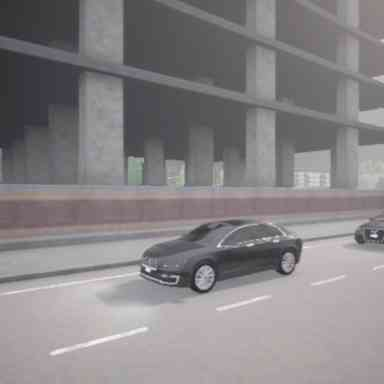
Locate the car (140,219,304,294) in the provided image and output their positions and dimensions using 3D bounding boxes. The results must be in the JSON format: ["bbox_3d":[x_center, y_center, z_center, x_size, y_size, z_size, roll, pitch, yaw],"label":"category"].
[{"bbox_3d":[0.980,1.521,8.974,4.892,1.490,1.837,0,0,-35],"label":"car"}]

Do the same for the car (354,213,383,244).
[{"bbox_3d":[9.030,1.607,14.711,4.181,1.385,1.994,0,0,-36],"label":"car"}]
